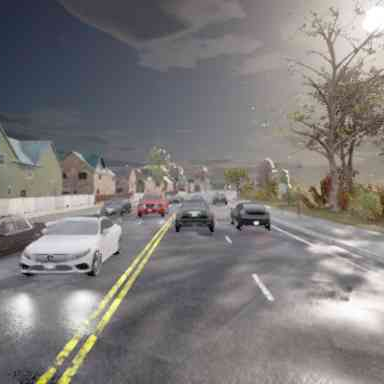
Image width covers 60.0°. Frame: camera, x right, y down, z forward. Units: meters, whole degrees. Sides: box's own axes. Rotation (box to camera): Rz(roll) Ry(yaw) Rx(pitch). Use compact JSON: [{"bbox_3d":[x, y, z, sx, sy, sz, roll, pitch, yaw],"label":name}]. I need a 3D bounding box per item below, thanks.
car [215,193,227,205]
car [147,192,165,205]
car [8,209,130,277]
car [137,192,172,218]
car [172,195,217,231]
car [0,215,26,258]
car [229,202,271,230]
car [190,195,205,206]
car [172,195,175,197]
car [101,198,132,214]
[{"bbox_3d":[4.103,0.982,49.301,2.097,1.767,4.553,0,0,3],"label":"car"},{"bbox_3d":[-5.627,0.970,51.919,2.097,1.767,4.553,0,1,3],"label":"car"},{"bbox_3d":[-3.338,1.454,10.130,1.812,1.442,4.674,0,0,0],"label":"car"},{"bbox_3d":[-3.184,1.020,28.223,2.150,2.045,5.566,0,0,1],"label":"car"},{"bbox_3d":[0.154,1.212,19.563,2.097,1.767,4.553,0,0,0],"label":"car"},{"bbox_3d":[-6.589,1.471,10.903,2.033,1.411,5.357,0,0,0],"label":"car"},{"bbox_3d":[3.405,1.362,19.919,1.837,1.490,4.892,0,0,1],"label":"car"},{"bbox_3d":[0.831,1.184,48.966,2.033,1.411,5.357,0,0,3],"label":"car"},{"bbox_3d":[-2.396,1.185,51.563,1.994,1.385,4.181,0,0,2],"label":"car"},{"bbox_3d":[-6.418,1.288,28.741,2.128,1.511,4.902,0,0,1],"label":"car"}]
